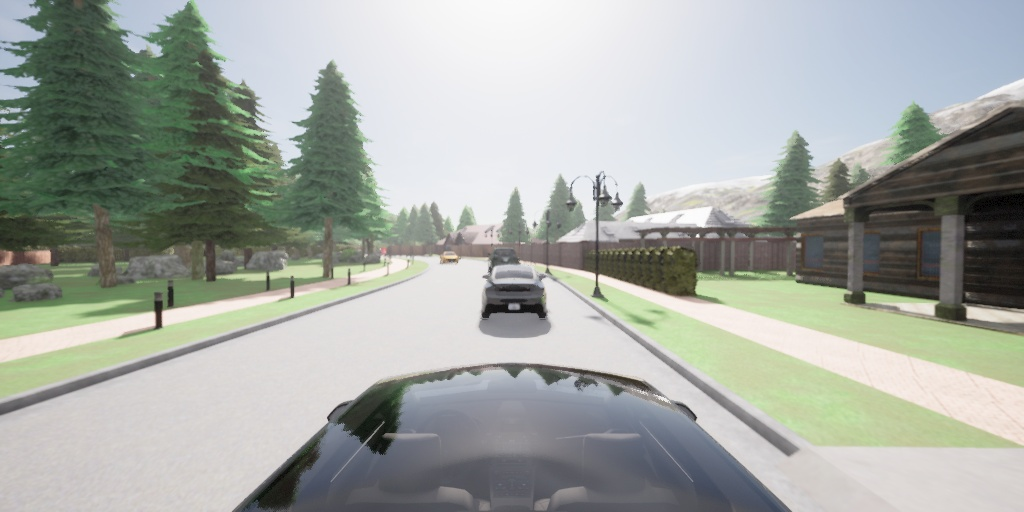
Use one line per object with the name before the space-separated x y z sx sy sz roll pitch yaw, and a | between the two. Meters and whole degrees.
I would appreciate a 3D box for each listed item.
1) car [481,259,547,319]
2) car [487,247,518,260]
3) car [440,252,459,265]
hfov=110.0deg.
car | 0.068 1.021 11.651 1.837 1.490 4.892 0 1 0
car | -0.788 0.323 29.335 2.150 2.045 5.566 0 1 -6
car | -7.796 0.221 44.680 1.882 1.535 5.008 0 1 -17
